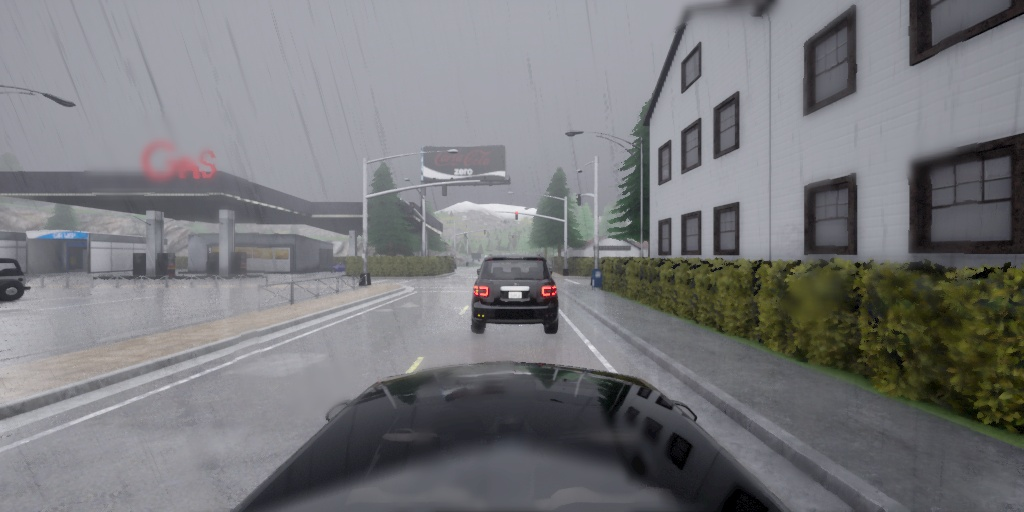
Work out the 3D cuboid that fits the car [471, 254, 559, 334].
[{"bbox_3d":[0.081,0.971,10.746,2.150,2.045,5.566,0,0,0],"label":"car"}]
